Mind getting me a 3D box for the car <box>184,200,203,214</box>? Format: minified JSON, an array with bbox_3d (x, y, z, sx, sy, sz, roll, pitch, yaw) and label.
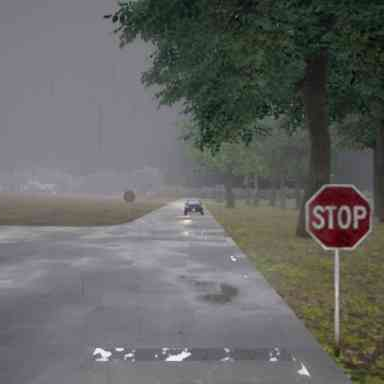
[{"bbox_3d":[0.180,1.537,34.631,1.812,1.442,4.674,0,0,0],"label":"car"}]
